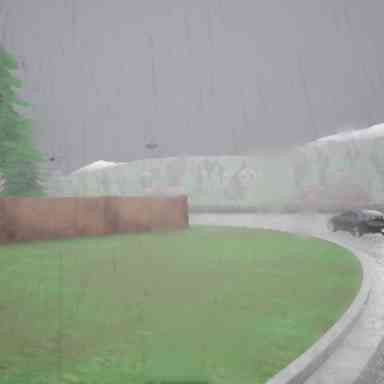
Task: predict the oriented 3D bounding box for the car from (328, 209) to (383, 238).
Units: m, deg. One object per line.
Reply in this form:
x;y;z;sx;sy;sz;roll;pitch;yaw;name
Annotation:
9.735;1.782;19.500;1.837;1.490;4.892;1;-1;-3;car
